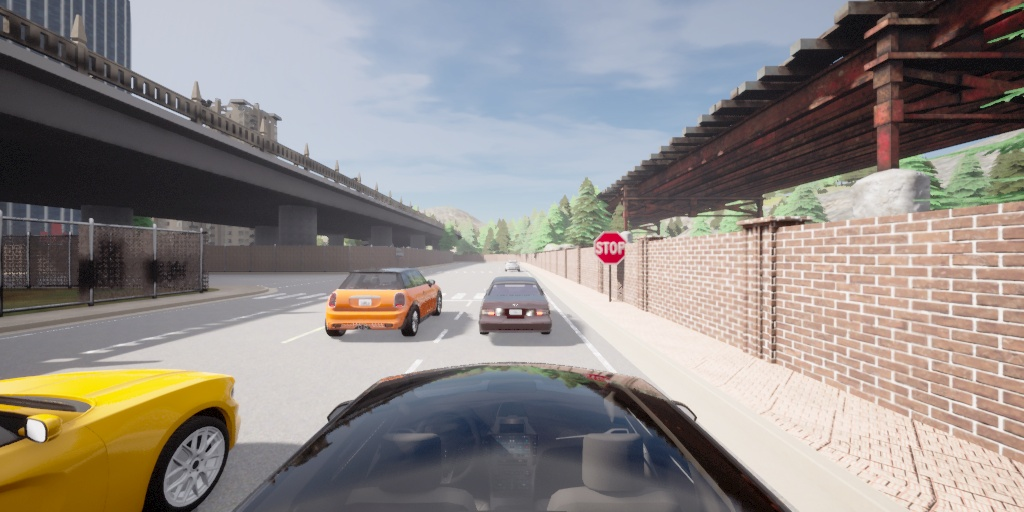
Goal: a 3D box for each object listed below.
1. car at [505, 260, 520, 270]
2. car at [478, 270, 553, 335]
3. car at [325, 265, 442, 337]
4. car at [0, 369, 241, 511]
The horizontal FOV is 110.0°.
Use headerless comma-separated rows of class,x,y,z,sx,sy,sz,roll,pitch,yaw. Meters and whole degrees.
car,0.059,1.275,46.357,1.812,1.442,4.674,0,0,-1
car,0.077,1.297,10.494,2.033,1.411,5.357,0,0,0
car,-3.425,1.102,10.471,2.097,1.767,4.553,0,0,0
car,-3.398,1.228,1.213,1.882,1.535,5.008,0,0,0
